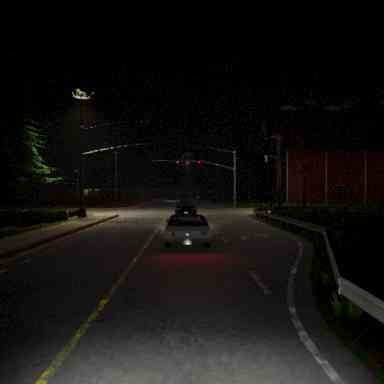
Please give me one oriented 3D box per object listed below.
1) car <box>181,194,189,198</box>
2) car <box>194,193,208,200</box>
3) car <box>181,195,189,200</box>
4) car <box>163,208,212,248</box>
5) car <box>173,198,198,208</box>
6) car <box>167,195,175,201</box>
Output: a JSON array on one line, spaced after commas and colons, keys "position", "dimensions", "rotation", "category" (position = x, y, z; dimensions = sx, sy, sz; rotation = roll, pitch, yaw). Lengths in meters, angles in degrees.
[{"position": [-1.666, 1.291, 80.279], "dimensions": [2.097, 1.767, 4.553], "rotation": [0, 0, -1], "category": "car"}, {"position": [2.346, 1.143, 87.141], "dimensions": [1.905, 1.878, 3.866], "rotation": [-8, 4, -44], "category": "car"}, {"position": [-1.981, 1.440, 94.503], "dimensions": [2.033, 1.411, 5.357], "rotation": [0, 0, -1], "category": "car"}, {"position": [-0.211, 1.615, 14.746], "dimensions": [1.895, 1.301, 4.718], "rotation": [0, 0, -1], "category": "car"}, {"position": [-0.544, 1.532, 29.713], "dimensions": [1.812, 1.442, 4.674], "rotation": [0, 0, -1], "category": "car"}, {"position": [-5.269, 1.547, 84.907], "dimensions": [1.994, 1.385, 4.181], "rotation": [0, 0, -1], "category": "car"}]
